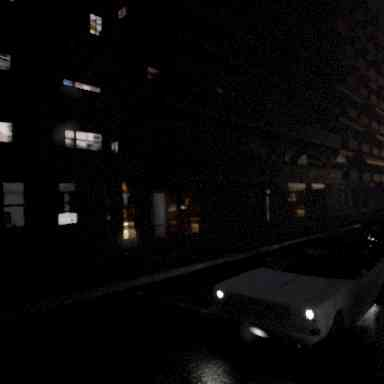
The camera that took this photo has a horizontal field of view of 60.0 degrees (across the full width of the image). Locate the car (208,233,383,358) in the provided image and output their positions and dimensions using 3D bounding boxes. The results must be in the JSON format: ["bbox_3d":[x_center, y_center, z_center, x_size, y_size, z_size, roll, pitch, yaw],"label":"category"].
[{"bbox_3d":[2.396,1.693,6.395,1.895,1.301,4.718,-2,-1,41],"label":"car"}]

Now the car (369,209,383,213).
[{"bbox_3d":[12.440,1.769,21.738,1.887,1.381,4.507,-3,-2,41],"label":"car"}]

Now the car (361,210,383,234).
[{"bbox_3d":[8.481,1.634,13.305,1.837,1.490,4.892,-2,-1,41],"label":"car"}]
